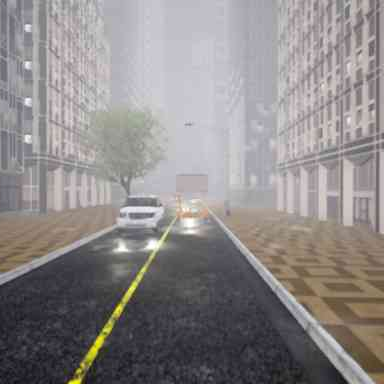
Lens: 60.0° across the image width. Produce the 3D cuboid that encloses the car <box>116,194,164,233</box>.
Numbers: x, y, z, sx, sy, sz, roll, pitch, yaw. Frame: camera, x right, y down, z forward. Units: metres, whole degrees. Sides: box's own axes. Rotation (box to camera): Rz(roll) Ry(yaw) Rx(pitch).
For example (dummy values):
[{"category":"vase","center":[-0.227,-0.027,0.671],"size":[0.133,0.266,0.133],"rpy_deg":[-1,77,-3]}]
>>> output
[{"category":"car","center":[-2.852,1.175,19.559],"size":[2.150,2.045,5.566],"rpy_deg":[0,0,0]}]

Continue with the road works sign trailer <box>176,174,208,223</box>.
[{"category":"road works sign trailer","center":[-0.003,0.405,25.164],"size":[2.380,3.560,2.880],"rpy_deg":[0,0,0]}]

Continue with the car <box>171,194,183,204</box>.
[{"category":"car","center":[-2.783,1.247,61.841],"size":[2.097,1.767,4.553],"rpy_deg":[0,0,1]}]
